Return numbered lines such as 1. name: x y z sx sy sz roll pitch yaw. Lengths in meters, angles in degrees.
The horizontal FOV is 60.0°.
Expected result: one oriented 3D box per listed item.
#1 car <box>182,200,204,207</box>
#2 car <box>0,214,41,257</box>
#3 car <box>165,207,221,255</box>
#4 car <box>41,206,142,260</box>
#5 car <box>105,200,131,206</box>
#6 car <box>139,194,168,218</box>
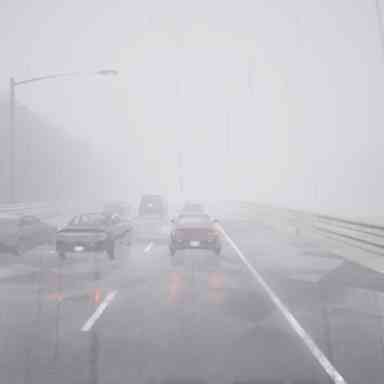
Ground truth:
1. car: 0.102 1.503 30.698 2.128 1.511 4.902 0 0 0
2. car: -6.895 1.558 13.055 1.994 1.385 4.181 1 0 0
3. car: 0.101 1.526 13.277 1.812 1.442 4.674 0 0 0
4. car: -3.399 1.491 12.426 2.128 1.511 4.902 0 0 0
5. car: -6.900 1.517 30.810 1.837 1.490 4.892 0 0 0
6. car: -3.398 1.231 29.887 2.150 2.045 5.566 0 0 1
